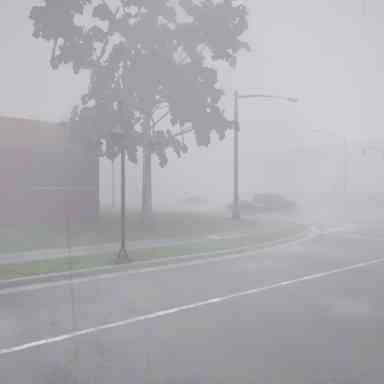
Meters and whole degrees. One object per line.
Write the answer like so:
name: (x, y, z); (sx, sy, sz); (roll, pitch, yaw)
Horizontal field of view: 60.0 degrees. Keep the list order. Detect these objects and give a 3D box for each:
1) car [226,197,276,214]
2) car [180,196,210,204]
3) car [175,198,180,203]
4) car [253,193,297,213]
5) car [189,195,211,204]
car: (5.910, 1.547, 35.148); (2.033, 1.411, 5.357); (0, 0, -34)
car: (0.562, 1.207, 49.531); (1.994, 1.385, 4.181); (0, 0, -34)
car: (-1.576, 1.601, 65.426); (1.895, 1.301, 4.718); (0, 0, -34)
car: (8.928, 1.214, 36.928); (2.150, 2.045, 5.566); (0, 1, -34)
car: (1.608, 1.478, 66.962); (1.882, 1.535, 5.008); (0, 0, -34)
